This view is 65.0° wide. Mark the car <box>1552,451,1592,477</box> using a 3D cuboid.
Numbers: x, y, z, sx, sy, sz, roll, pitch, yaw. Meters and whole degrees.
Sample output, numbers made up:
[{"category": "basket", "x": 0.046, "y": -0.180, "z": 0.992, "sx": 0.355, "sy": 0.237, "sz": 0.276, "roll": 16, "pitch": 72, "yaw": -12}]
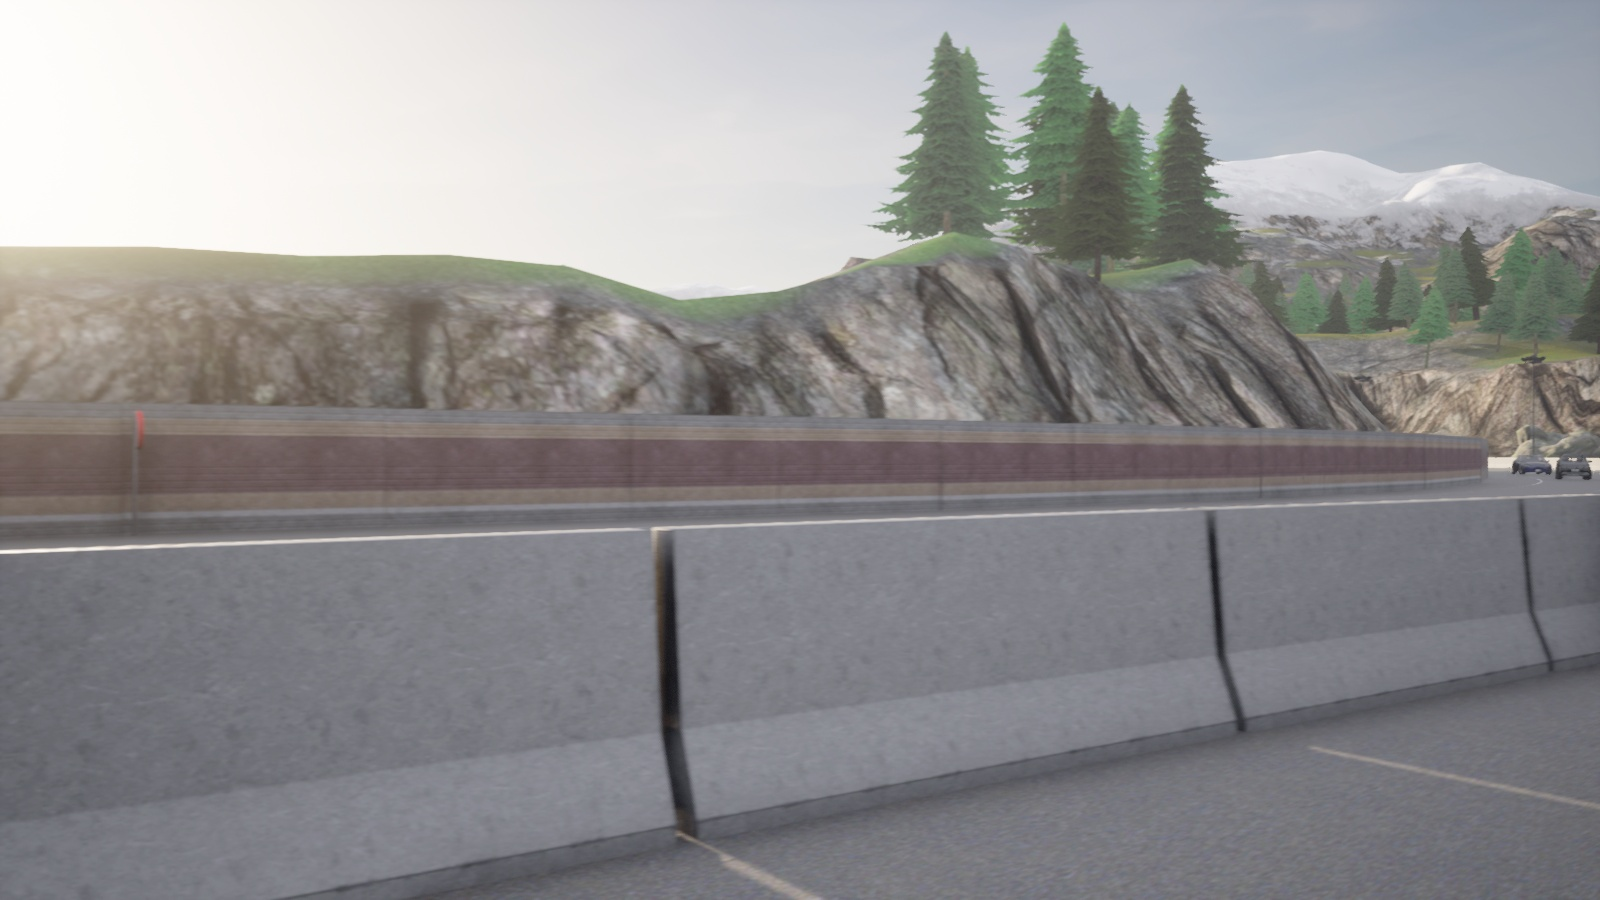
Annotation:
[{"category": "car", "x": 45.782, "y": 0.814, "z": 74.496, "sx": 1.789, "sy": 1.549, "sz": 3.705, "roll": 0, "pitch": 0, "yaw": 28}]
